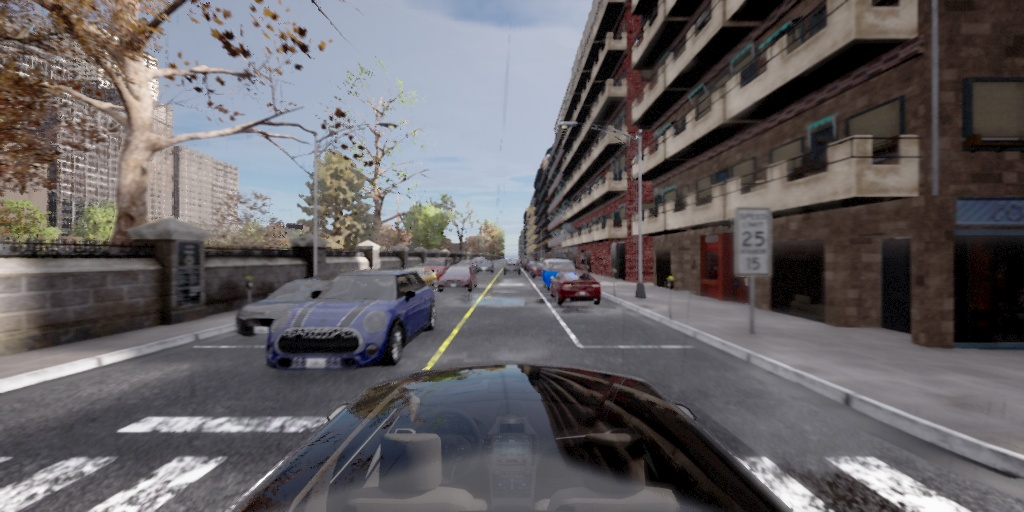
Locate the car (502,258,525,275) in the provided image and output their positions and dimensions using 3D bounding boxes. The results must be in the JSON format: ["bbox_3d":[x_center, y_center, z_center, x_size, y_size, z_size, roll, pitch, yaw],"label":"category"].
[{"bbox_3d":[0.009,1.250,38.631,2.128,1.511,4.902,0,0,0],"label":"car"}]

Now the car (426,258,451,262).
[{"bbox_3d":[-5.683,1.067,27.223,2.192,1.841,5.009,0,0,0],"label":"car"}]

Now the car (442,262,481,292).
[{"bbox_3d":[-3.090,1.276,21.240,1.812,1.442,4.674,0,0,0],"label":"car"}]

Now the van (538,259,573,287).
[{"bbox_3d":[2.696,1.090,21.591,1.690,1.789,3.998,0,0,0],"label":"van"}]

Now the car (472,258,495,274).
[{"bbox_3d":[-3.020,1.254,41.759,2.128,1.511,4.902,0,0,1],"label":"car"}]

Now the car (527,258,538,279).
[{"bbox_3d":[2.699,1.194,32.851,1.967,1.591,4.097,0,0,0],"label":"car"}]

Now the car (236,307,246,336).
[{"bbox_3d":[-5.687,1.315,10.333,1.948,1.339,4.313,0,0,0],"label":"car"}]

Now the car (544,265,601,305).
[{"bbox_3d":[2.694,1.294,15.960,1.888,1.381,4.507,0,0,0],"label":"car"}]

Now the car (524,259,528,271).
[{"bbox_3d":[2.700,1.309,38.481,2.007,1.370,4.403,0,0,0],"label":"car"}]

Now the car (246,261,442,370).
[{"bbox_3d":[-3.099,1.101,7.918,2.097,1.767,4.553,0,0,0],"label":"car"}]

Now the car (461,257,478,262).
[{"bbox_3d":[-5.679,1.203,44.114,1.967,1.591,4.097,0,0,0],"label":"car"}]
